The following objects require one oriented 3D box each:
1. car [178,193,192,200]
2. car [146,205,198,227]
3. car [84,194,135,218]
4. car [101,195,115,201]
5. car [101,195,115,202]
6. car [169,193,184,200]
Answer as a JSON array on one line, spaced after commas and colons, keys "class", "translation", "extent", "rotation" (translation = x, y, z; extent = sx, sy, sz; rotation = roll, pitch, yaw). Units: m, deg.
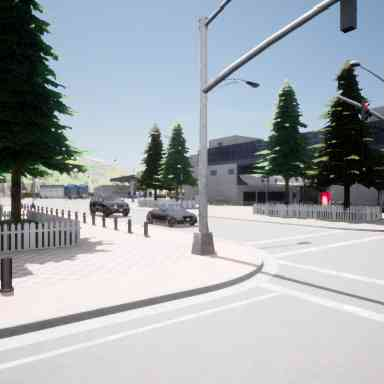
[{"class": "car", "translation": [-1.834, 1.092, 88.044], "extent": [1.905, 1.878, 3.866], "rotation": [0, 0, -37]}, {"class": "car", "translation": [-1.450, 1.579, 22.849], "extent": [1.994, 1.385, 4.181], "rotation": [0, 0, -37]}, {"class": "car", "translation": [-7.885, 1.237, 31.366], "extent": [2.150, 2.045, 5.566], "rotation": [0, 0, -37]}, {"class": "car", "translation": [-20.958, 1.399, 82.757], "extent": [1.970, 1.475, 3.806], "rotation": [0, 0, -37]}, {"class": "car", "translation": [-18.931, 1.389, 75.022], "extent": [1.845, 1.501, 3.633], "rotation": [0, 0, -37]}, {"class": "car", "translation": [-3.922, 1.113, 85.982], "extent": [1.932, 1.855, 4.605], "rotation": [0, 0, -37]}]
